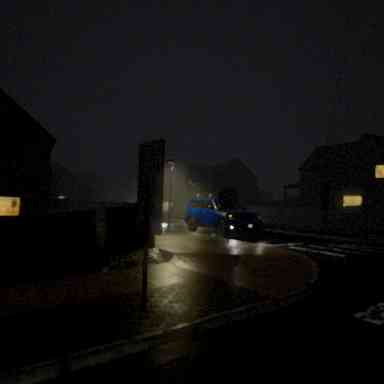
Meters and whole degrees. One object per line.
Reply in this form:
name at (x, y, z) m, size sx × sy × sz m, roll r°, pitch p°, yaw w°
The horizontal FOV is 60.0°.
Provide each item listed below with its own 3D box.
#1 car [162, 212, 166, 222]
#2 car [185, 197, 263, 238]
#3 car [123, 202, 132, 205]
car at (-3.723, 1.871, 28.957) m, size 1.994 × 1.385 × 4.181 m, roll 3°, pitch -2°, yaw -25°
car at (1.564, 1.335, 18.578) m, size 2.150 × 2.045 × 5.566 m, roll 3°, pitch -2°, yaw -28°
car at (-11.280, 2.461, 58.882) m, size 1.895 × 1.301 × 4.718 m, roll 2°, pitch -1°, yaw -13°
